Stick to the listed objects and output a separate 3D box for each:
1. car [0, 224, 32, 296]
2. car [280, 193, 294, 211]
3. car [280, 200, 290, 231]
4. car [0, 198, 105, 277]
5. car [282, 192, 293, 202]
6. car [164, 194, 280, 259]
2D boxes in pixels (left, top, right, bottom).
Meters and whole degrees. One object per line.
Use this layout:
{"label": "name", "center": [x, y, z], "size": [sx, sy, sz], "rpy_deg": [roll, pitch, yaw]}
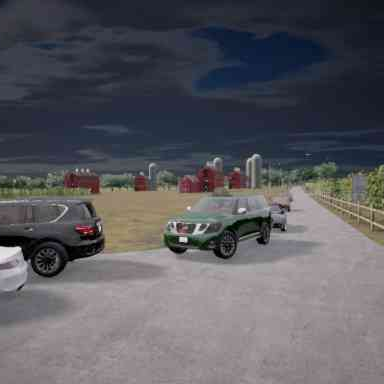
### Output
{"label": "car", "center": [-5.698, 1.615, 6.243], "size": [4.674, 1.442, 1.812], "rpy_deg": [-2, 1, -24]}
{"label": "car", "center": [8.815, 1.160, 33.056], "size": [1.882, 1.535, 5.008], "rpy_deg": [0, 1, 18]}
{"label": "car", "center": [4.367, 1.388, 19.043], "size": [1.994, 1.385, 4.181], "rpy_deg": [0, 0, 17]}
{"label": "car", "center": [-5.390, 1.231, 9.622], "size": [5.566, 2.045, 2.150], "rpy_deg": [-1, 1, -4]}
{"label": "car", "center": [17.246, 0.890, 59.767], "size": [1.837, 1.490, 4.892], "rpy_deg": [0, 1, 18]}
{"label": "car", "center": [1.265, 1.113, 12.711], "size": [2.150, 2.045, 5.566], "rpy_deg": [0, 0, 34]}
